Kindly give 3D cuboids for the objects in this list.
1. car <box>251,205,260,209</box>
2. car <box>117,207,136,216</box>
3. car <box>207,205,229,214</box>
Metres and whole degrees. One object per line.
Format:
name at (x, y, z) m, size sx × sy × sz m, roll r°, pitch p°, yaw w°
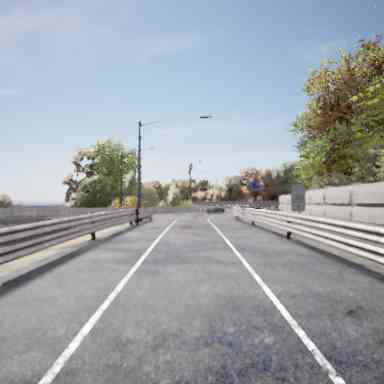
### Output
car at (17.499, 4.199, 90.503) m, size 2.097 × 1.767 × 4.553 m, roll 0°, pitch -2°, yaw 13°
car at (-8.299, 2.633, 43.555) m, size 1.812 × 1.442 × 4.674 m, roll -2°, pitch -3°, yaw 42°
car at (4.434, 3.224, 60.419) m, size 2.128 × 1.511 × 4.902 m, roll -1°, pitch -2°, yaw 31°
